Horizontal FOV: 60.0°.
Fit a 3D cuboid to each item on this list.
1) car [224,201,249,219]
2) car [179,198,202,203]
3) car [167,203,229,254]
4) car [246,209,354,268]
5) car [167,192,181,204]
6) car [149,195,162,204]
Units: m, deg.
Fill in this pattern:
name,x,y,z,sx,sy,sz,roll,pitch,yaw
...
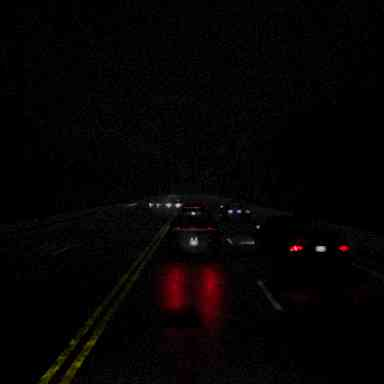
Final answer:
name,x,y,z,sx,sy,sz,roll,pitch,yaw
car,3.357,1.408,26.035,2.033,1.411,5.357,0,0,0
car,0.135,1.357,28.205,1.837,1.490,4.892,0,1,1
car,0.088,1.417,13.172,2.128,1.511,4.902,0,0,1
car,3.309,1.484,10.987,2.033,1.411,5.357,0,0,1
car,-3.130,0.947,57.510,2.150,2.045,5.566,0,0,1
car,-6.361,1.269,58.668,2.033,1.411,5.357,0,0,1
